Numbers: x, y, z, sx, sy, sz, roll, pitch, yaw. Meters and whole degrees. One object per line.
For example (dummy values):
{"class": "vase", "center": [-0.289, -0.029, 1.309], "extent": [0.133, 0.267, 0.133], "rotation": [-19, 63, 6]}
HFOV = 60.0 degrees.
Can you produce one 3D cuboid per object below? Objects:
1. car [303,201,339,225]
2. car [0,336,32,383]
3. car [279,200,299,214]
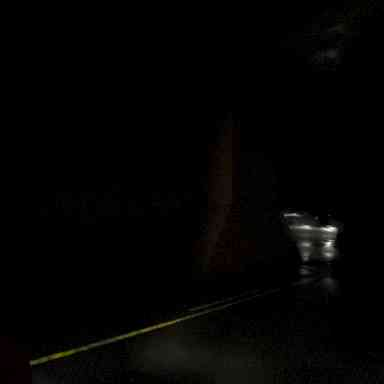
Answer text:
{"class": "car", "center": [9.382, 1.457, 23.943], "extent": [1.837, 1.490, 4.892], "rotation": [1, 1, 30]}
{"class": "car", "center": [-3.443, 1.488, 1.471], "extent": [5.008, 1.535, 1.882], "rotation": [0, 0, -35]}
{"class": "car", "center": [10.127, 1.505, 35.240], "extent": [1.994, 1.385, 4.181], "rotation": [0, 0, 10]}
